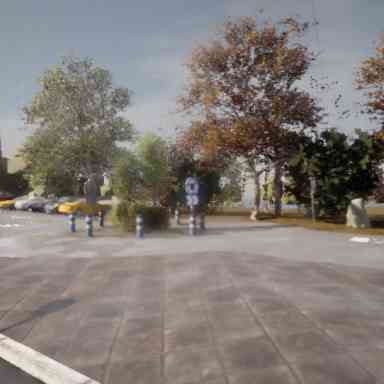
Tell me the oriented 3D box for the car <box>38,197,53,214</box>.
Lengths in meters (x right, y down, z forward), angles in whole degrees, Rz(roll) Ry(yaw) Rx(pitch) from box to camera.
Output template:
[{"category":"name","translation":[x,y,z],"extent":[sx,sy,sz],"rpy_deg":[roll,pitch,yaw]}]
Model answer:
[{"category":"car","translation":[-12.076,1.213,32.636],"extent":[2.185,1.767,4.553],"rpy_deg":[1,1,36]}]

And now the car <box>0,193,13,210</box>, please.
[{"category":"car","translation":[-18.830,1.177,37.269],"extent":[1.946,1.575,5.366],"rpy_deg":[1,1,36]}]

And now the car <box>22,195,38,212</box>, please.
[{"category":"car","translation":[-14.255,1.317,34.142],"extent":[2.163,1.488,4.792],"rpy_deg":[1,1,36]}]

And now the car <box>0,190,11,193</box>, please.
[{"category":"car","translation":[-23.182,0.821,40.692],"extent":[2.435,2.045,5.566],"rpy_deg":[1,1,36]}]

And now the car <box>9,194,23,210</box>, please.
[{"category":"car","translation":[-16.481,1.274,35.790],"extent":[2.002,1.452,4.674],"rpy_deg":[1,1,36]}]

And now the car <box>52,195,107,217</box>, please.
[{"category":"car","translation":[-9.857,1.393,30.980],"extent":[2.097,1.535,5.008],"rpy_deg":[1,1,36]}]
